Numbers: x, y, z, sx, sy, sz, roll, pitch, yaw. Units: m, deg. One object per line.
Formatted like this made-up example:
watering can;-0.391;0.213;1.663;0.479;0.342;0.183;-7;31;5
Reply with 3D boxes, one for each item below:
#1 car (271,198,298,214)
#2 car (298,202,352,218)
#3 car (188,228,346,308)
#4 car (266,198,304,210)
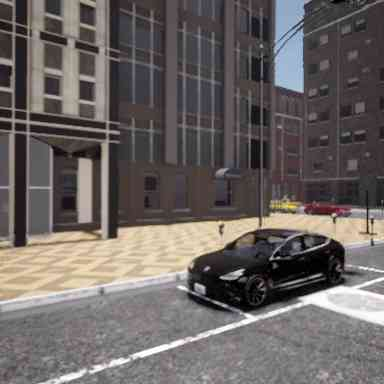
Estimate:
car;8.819;1.487;34.061;1.752;1.417;4.829;1;0;-36
car;12.019;1.553;29.596;1.802;1.307;4.206;1;0;-36
car;1.937;1.571;7.937;4.313;1.339;1.947;0;0;-35
car;12.131;1.525;43.823;1.752;1.417;4.829;0;0;-36
